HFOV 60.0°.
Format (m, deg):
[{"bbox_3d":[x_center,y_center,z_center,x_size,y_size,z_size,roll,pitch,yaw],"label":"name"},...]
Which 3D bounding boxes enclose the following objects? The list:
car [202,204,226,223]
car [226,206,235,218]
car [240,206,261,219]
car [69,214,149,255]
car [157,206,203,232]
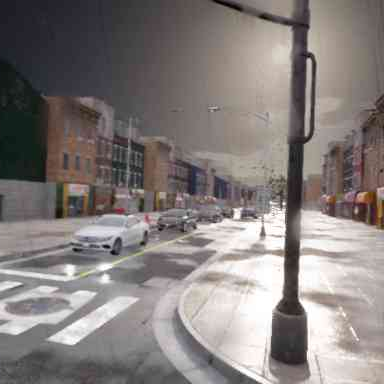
[{"bbox_3d":[1.642,2.016,32.602,2.097,1.767,4.553,2,-1,15],"label":"car"},{"bbox_3d":[4.205,2.527,42.051,2.033,1.411,5.357,2,-1,16],"label":"car"},{"bbox_3d":[7.400,2.665,42.948,1.812,1.442,4.674,2,-1,16],"label":"car"},{"bbox_3d":[-3.293,1.678,14.295,1.812,1.442,4.674,2,-1,13],"label":"car"},{"bbox_3d":[-0.910,1.884,23.151,1.837,1.490,4.892,2,-1,15],"label":"car"}]
